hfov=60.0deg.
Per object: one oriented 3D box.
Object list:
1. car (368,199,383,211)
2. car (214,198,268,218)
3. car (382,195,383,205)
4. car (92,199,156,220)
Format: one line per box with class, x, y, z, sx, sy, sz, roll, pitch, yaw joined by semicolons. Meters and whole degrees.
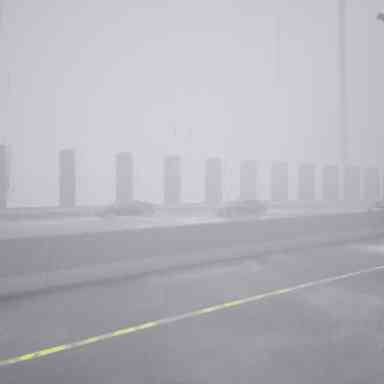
car;16.106;1.250;26.617;4.902;1.511;2.128;0;0;-31
car;4.076;1.287;27.424;4.892;1.490;1.837;0;0;-32
car;28.577;1.142;46.198;4.181;1.385;1.994;0;1;-30
car;-5.181;1.308;25.705;4.902;1.511;2.128;0;0;-33
